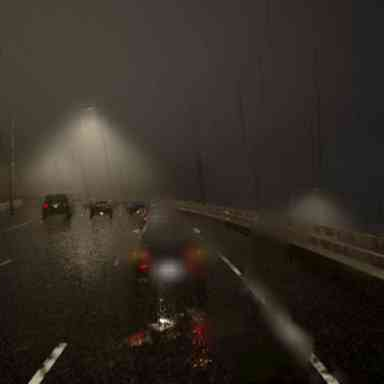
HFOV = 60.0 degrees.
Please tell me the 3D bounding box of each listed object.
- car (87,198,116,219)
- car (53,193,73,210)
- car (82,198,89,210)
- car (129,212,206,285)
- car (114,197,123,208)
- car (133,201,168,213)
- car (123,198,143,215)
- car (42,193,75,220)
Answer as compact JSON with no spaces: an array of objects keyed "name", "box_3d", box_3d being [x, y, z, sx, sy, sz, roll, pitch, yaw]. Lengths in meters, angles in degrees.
[{"name":"car","box_3d":[-7.990,1.469,29.313,1.837,1.490,4.892,0,0,-16]},{"name":"car","box_3d":[-16.628,1.173,42.654,2.150,2.045,5.566,0,0,-24]},{"name":"car","box_3d":[-12.964,1.513,42.934,1.994,1.385,4.181,0,0,-23]},{"name":"car","box_3d":[-0.711,1.512,9.434,1.812,1.442,4.674,0,0,-5]},{"name":"car","box_3d":[-9.973,1.448,44.822,1.837,1.490,4.892,0,0,-23]},{"name":"car","box_3d":[-2.439,1.519,21.045,2.033,1.411,5.357,0,0,-11]},{"name":"car","box_3d":[-5.433,1.482,32.837,1.812,1.442,4.674,0,0,-18]},{"name":"car","box_3d":[-11.263,1.189,28.280,2.150,2.045,5.566,0,0,-16]}]
